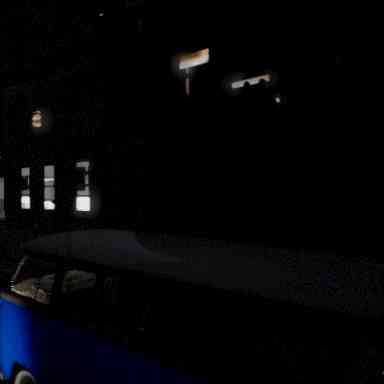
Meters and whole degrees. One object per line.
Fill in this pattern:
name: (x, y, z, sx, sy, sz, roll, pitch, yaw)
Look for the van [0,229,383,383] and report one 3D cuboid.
van: (-0.193, 1.328, 3.030, 3.998, 1.788, 1.690, 1, 0, 36)
